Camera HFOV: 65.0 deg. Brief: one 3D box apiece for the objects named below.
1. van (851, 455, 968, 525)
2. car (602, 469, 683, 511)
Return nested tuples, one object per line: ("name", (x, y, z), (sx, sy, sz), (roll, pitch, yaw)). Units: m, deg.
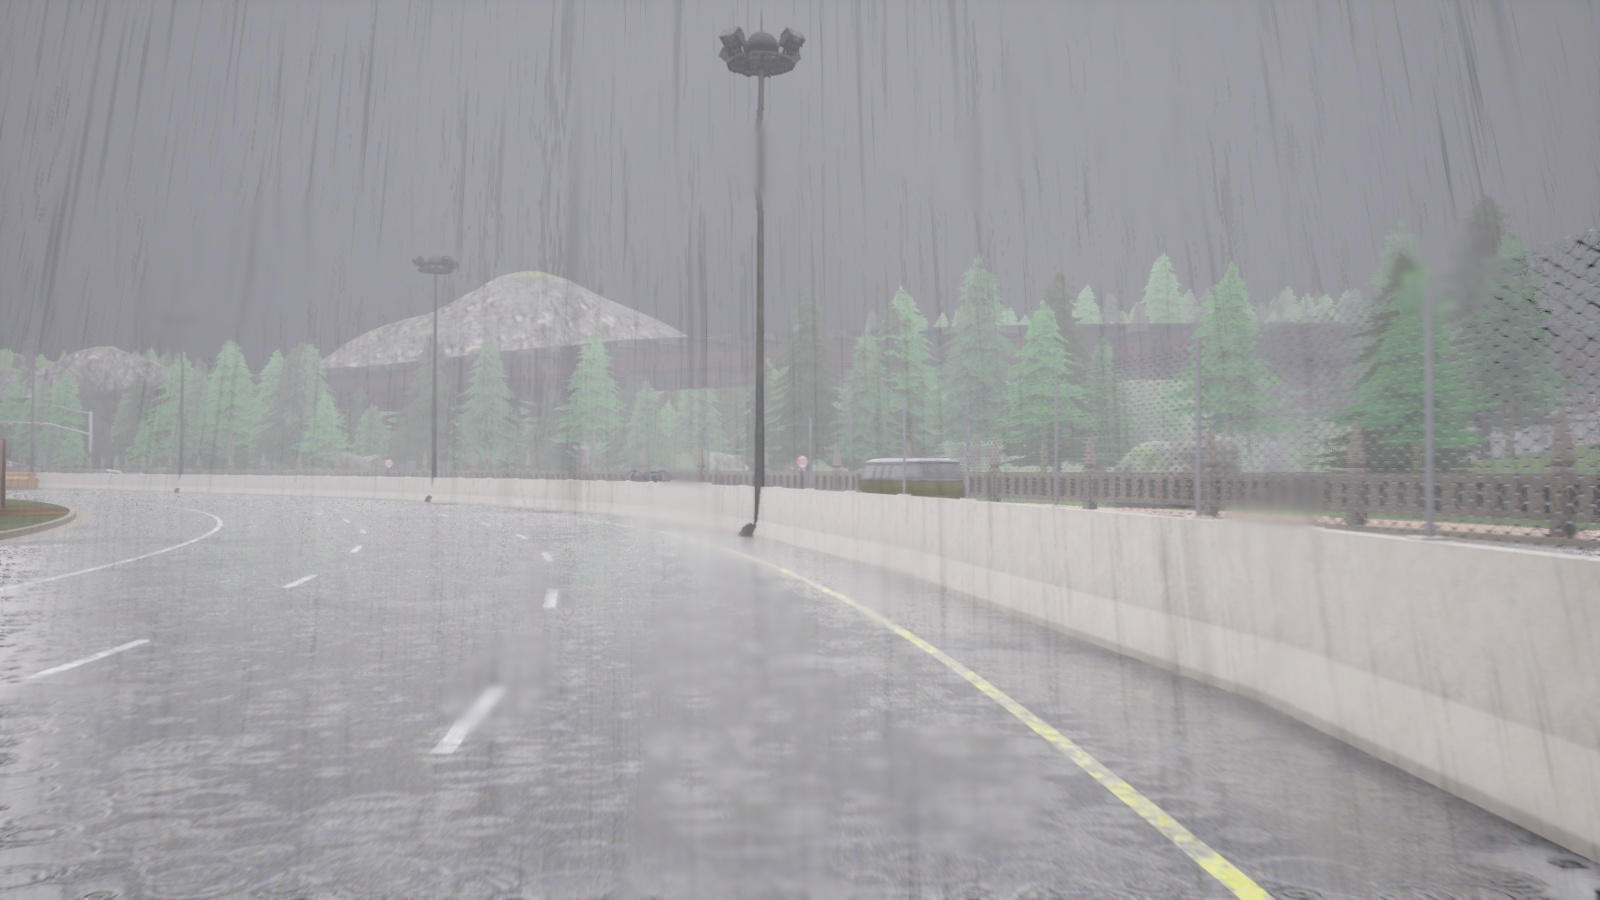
("van", (3.260, 1.194, 38.366), (1.775, 1.987, 4.442), (0, -1, -21))
("car", (-6.375, 1.587, 50.519), (1.851, 1.617, 3.988), (0, -1, -29))
